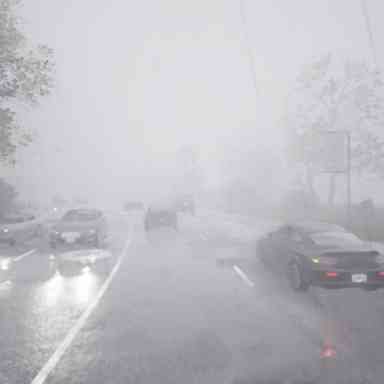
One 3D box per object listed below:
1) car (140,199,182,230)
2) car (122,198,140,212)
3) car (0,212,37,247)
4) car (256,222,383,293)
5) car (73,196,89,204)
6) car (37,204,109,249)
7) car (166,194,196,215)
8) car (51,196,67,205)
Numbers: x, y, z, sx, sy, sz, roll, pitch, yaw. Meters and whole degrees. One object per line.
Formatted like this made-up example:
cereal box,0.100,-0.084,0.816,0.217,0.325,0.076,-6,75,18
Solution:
car,-2.111,1.459,21.144,1.882,1.535,5.008,0,0,-11
car,-6.948,1.451,38.888,1.882,1.535,5.008,0,0,-19
car,-8.351,1.605,15.141,1.895,1.301,4.718,0,0,-9
car,3.086,1.506,8.769,1.812,1.442,4.674,0,0,-4
car,-18.807,1.482,56.320,1.882,1.535,5.008,0,0,-30
car,-4.781,1.487,14.570,2.128,1.511,4.902,0,0,-8
car,-1.267,1.190,32.729,2.150,2.045,5.566,0,0,-16
car,-21.826,1.372,54.548,1.895,1.301,4.718,0,0,-30
